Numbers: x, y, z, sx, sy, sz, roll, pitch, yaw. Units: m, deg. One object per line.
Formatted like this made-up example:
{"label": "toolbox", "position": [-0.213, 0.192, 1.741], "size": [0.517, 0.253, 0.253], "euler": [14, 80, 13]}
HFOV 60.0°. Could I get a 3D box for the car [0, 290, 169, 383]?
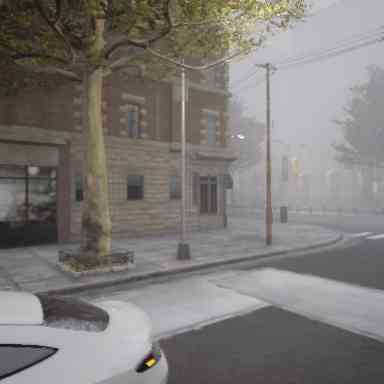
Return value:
{"label": "car", "position": [-2.364, 1.558, 2.244], "size": [4.674, 1.442, 1.812], "euler": [0, -1, -36]}
